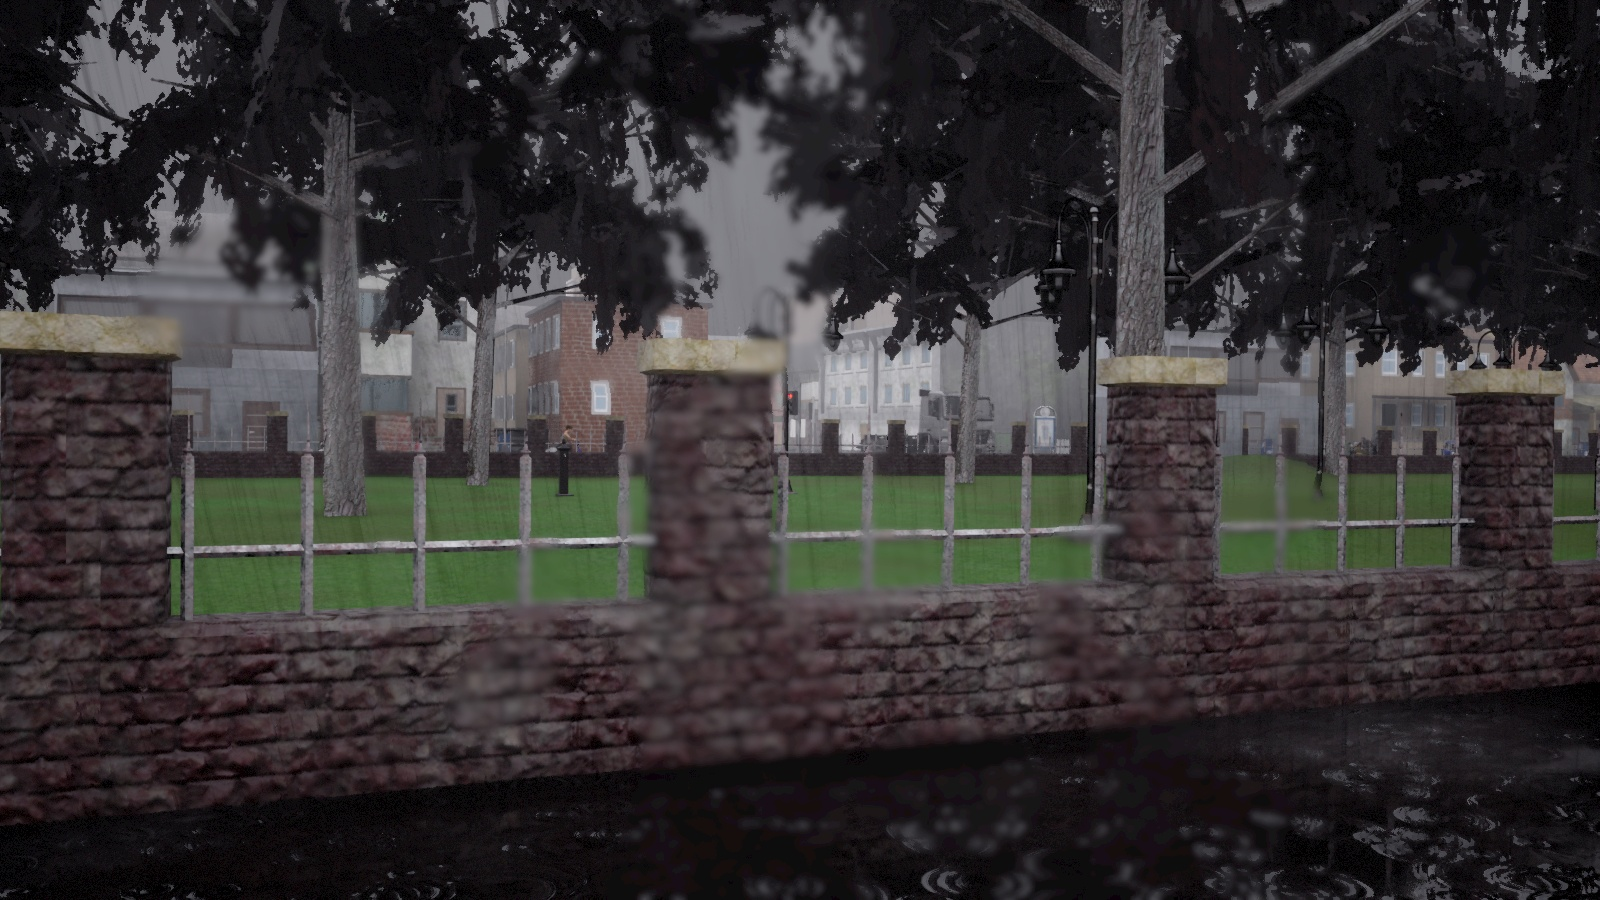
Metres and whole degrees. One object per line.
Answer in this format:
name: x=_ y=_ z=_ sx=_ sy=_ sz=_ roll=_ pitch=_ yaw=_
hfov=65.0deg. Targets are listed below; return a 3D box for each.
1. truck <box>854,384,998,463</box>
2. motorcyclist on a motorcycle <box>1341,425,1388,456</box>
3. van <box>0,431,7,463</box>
truck: x=5.801 y=-1.213 z=59.376 sx=2.891 sy=3.462 sz=7.936 roll=-1 pitch=1 yaw=-28
motorcyclist on a motorcycle: x=28.501 y=-0.507 z=63.443 sx=2.191 sy=1.530 sz=0.866 roll=-1 pitch=1 yaw=-21
van: x=-50.693 y=-0.168 z=77.829 sx=1.775 sy=1.987 sz=4.442 roll=-1 pitch=1 yaw=-21
